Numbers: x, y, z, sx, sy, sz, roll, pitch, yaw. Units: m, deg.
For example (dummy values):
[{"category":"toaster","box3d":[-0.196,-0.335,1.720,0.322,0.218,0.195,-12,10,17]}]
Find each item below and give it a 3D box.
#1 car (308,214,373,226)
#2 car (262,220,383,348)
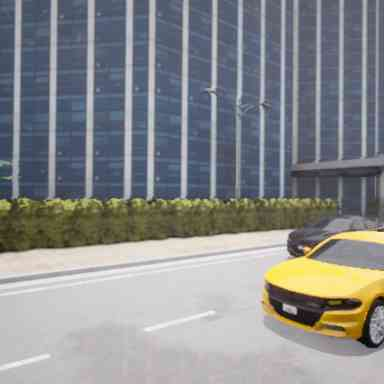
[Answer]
[{"category":"car","box3d":[5.652,1.631,12.551,5.008,1.535,1.882,1,-1,-36]},{"category":"car","box3d":[3.518,1.563,6.625,5.008,1.535,1.882,1,-1,-37]}]
